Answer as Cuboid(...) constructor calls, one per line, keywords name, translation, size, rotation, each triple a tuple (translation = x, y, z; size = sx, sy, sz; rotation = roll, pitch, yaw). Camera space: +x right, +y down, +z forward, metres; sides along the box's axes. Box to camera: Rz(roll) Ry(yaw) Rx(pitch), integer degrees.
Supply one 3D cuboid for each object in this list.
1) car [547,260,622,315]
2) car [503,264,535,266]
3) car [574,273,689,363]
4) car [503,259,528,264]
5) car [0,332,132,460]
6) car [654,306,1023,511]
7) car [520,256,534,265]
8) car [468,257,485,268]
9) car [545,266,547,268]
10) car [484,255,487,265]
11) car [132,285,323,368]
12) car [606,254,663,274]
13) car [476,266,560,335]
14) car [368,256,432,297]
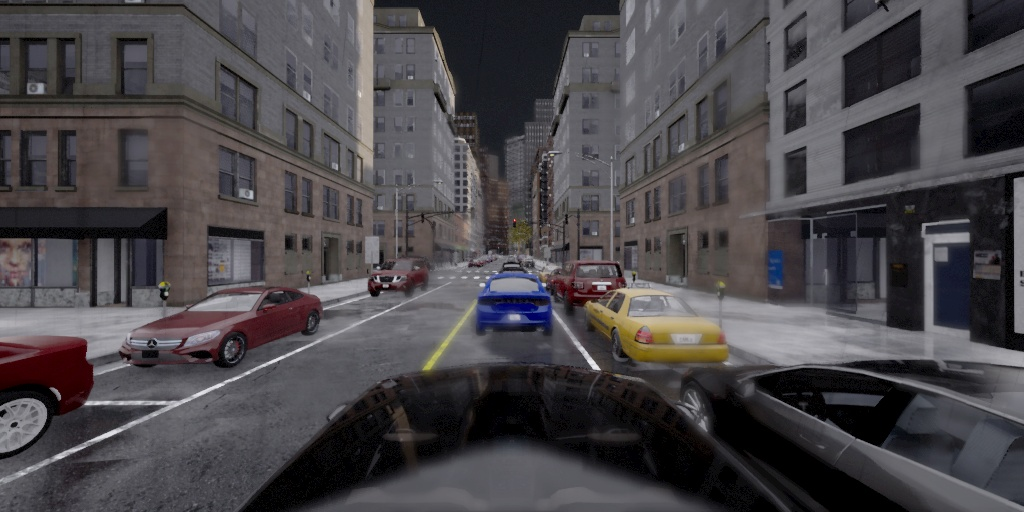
Cuboid(name="car", translation=(2.745, 1.056, 13.376), size=(2.192, 1.841, 5.009), rotation=(0, 0, 0))
Cuboid(name="car", translation=(0.070, 1.297, 17.985), size=(1.994, 1.385, 4.181), rotation=(0, 0, 0))
Cuboid(name="car", translation=(2.753, 1.272, 7.992), size=(1.751, 1.417, 4.829), rotation=(0, 0, 0))
Cuboid(name="car", translation=(0.010, 1.216, 26.898), size=(1.837, 1.490, 4.892), rotation=(0, 0, 0))
Cuboid(name="car", translation=(-5.764, 1.296, 2.264), size=(1.888, 1.381, 4.507), rotation=(0, 0, 0))
Cuboid(name="car", translation=(2.762, 1.316, 2.270), size=(1.948, 1.339, 4.313), rotation=(0, 0, 0))
Cuboid(name="car", translation=(2.682, 1.133, 56.588), size=(2.007, 1.370, 4.403), rotation=(0, 0, 0))
Cuboid(name="car", translation=(-5.844, 1.128, 56.582), size=(1.888, 1.381, 4.507), rotation=(0, 0, 0))
Cuboid(name="car", translation=(2.737, 1.313, 18.927), size=(1.802, 1.307, 4.207), rotation=(0, 0, 0))
Cuboid(name="car", translation=(-5.852, 0.991, 62.007), size=(1.967, 1.591, 4.097), rotation=(0, 0, 0))
Cuboid(name="car", translation=(-5.772, 1.329, 7.816), size=(1.802, 1.307, 4.207), rotation=(0, 0, 0))
Cuboid(name="car", translation=(13.514, 0.860, 39.696), size=(5.566, 2.045, 2.150), rotation=(0, 0, 0))
Cuboid(name="car", translation=(0.036, 1.222, 10.477), size=(1.882, 1.535, 5.008), rotation=(0, 0, -1))
Cuboid(name="car", translation=(-5.788, 1.046, 18.922), size=(2.192, 1.841, 5.009), rotation=(0, 0, 0))
